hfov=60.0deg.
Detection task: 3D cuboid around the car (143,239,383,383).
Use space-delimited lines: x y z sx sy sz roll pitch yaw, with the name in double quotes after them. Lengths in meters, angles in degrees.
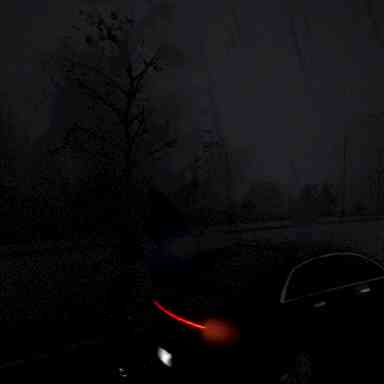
1.675 1.474 4.942 4.892 1.490 1.837 -1 0 -36 "car"
